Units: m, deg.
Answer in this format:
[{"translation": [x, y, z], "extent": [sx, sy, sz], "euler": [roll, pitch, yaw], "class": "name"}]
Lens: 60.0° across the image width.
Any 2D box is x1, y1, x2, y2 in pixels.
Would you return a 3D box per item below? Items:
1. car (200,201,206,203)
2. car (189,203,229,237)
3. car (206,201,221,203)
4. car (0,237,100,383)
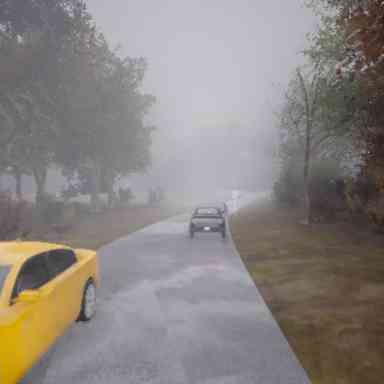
[{"translation": [1.824, 2.016, 47.376], "extent": [1.994, 1.385, 4.181], "euler": [1, 0, 11], "class": "car"}, {"translation": [0.902, 1.572, 18.435], "extent": [2.128, 1.511, 4.902], "euler": [0, -1, 4], "class": "car"}, {"translation": [3.139, 1.895, 37.946], "extent": [2.033, 1.411, 5.357], "euler": [0, -1, 9], "class": "car"}, {"translation": [-2.733, 1.475, 4.390], "extent": [1.882, 1.535, 5.008], "euler": [0, 0, 1], "class": "car"}]
